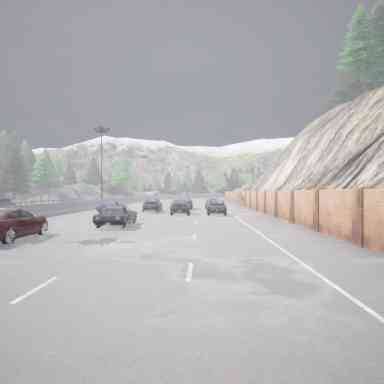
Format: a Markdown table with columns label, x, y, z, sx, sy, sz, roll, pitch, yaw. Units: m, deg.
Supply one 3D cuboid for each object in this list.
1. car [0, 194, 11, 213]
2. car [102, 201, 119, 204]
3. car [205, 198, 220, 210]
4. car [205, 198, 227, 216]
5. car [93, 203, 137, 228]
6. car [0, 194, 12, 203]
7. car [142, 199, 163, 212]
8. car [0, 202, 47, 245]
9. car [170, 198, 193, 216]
| label | x | y | z | sx | sy | sz | roll | pitch | yaw |
| --- | --- | --- | --- | --- | --- | --- | --- | --- | --- |
| car | -22.161 | 1.226 | 35.884 | 2.150 | 2.045 | 5.566 | 0 | 0 | 2 |
| car | -8.101 | 1.600 | 33.634 | 1.895 | 1.301 | 4.718 | 0 | 0 | 1 |
| car | 2.642 | 1.525 | 43.256 | 1.812 | 1.442 | 4.674 | 0 | 0 | 1 |
| car | 2.381 | 1.491 | 32.811 | 2.128 | 1.511 | 4.902 | 0 | 0 | 1 |
| car | -4.897 | 1.600 | 21.877 | 1.895 | 1.301 | 4.718 | 0 | 0 | 1 |
| car | -18.808 | 1.351 | 31.574 | 2.097 | 1.767 | 4.553 | 0 | 0 | 2 |
| car | -4.480 | 1.491 | 38.316 | 2.128 | 1.511 | 4.902 | 0 | 0 | 1 |
| car | -8.561 | 1.477 | 15.500 | 1.882 | 1.535 | 5.008 | 0 | 0 | 1 |
| car | -1.115 | 1.505 | 33.045 | 1.837 | 1.490 | 4.892 | 0 | 0 | 1 |
